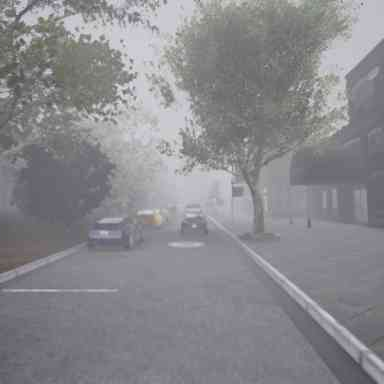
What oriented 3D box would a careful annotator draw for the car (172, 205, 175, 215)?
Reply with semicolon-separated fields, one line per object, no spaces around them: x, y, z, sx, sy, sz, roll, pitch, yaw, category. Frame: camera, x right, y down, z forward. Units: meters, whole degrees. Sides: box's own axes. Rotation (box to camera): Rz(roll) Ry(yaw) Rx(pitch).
-3.552;2.547;38.581;2.163;1.488;4.792;0;-1;2;car

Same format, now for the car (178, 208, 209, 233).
0.159;2.101;23.850;1.812;1.442;4.674;0;-2;0;car

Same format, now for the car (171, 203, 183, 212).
-3.223;3.338;72.338;2.185;1.767;4.553;-1;-1;2;car

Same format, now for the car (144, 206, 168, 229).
-3.570;2.167;27.419;2.097;1.535;5.008;1;-2;2;car

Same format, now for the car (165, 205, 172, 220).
-3.563;2.342;32.978;2.097;1.535;5.008;0;-1;2;car

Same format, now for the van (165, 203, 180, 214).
-3.489;2.791;55.385;1.878;1.987;4.442;1;-1;2;van

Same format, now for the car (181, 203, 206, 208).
0.197;2.276;39.104;2.150;2.045;5.566;0;-2;0;car

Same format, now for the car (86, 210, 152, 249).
-3.596;1.848;16.315;2.163;1.488;4.792;1;-2;2;car

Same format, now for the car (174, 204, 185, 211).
-2.967;3.608;78.034;2.097;1.535;5.008;0;-2;2;car
